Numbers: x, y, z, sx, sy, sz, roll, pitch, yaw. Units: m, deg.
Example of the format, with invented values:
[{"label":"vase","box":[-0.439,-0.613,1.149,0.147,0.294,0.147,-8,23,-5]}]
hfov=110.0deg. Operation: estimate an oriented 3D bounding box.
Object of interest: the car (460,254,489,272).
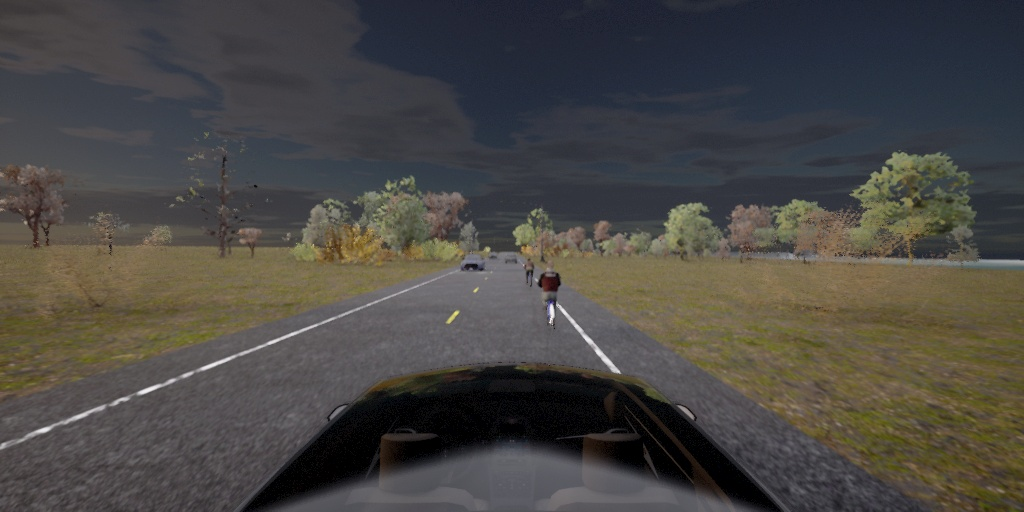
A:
[{"label":"car","box":[-3.735,0.557,34.983,2.097,1.767,4.553,0,1,0]}]

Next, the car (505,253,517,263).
[{"label":"car","box":[-0.148,0.330,57.289,2.128,1.511,4.902,0,1,0]}]

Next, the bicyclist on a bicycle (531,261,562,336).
[{"label":"bicyclist on a bicycle","box":[0.931,1.000,9.037,0.659,1.776,1.843,0,1,0]}]

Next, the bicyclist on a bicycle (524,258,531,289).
[{"label":"bicyclist on a bicycle","box":[0.891,0.932,18.253,0.582,1.620,1.656,0,1,0]}]
